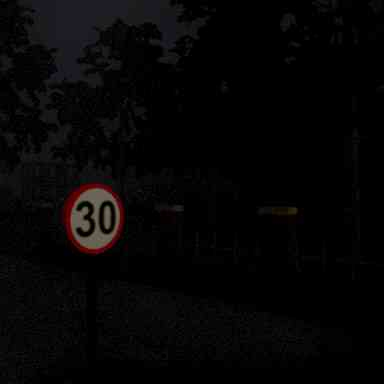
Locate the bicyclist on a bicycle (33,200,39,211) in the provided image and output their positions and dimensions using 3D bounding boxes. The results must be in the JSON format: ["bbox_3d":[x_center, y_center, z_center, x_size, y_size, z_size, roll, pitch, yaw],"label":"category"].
[{"bbox_3d":[-15.668,1.649,33.635,1.656,1.620,0.582,-1,0,35],"label":"bicyclist on a bicycle"}]
